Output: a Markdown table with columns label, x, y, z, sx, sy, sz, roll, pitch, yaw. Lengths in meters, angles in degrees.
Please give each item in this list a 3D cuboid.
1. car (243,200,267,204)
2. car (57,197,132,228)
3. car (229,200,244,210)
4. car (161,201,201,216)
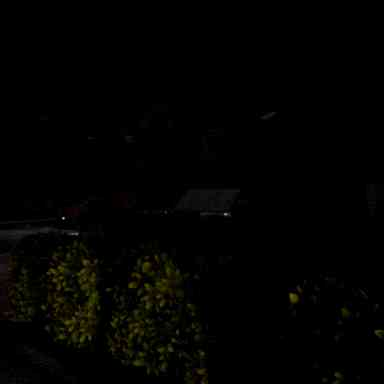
| label | x | y | z | sx | sy | sz | roll | pitch | yaw |
| --- | --- | --- | --- | --- | --- | --- | --- | --- | --- |
| car | 8.115 | 1.726 | 38.233 | 1.994 | 1.385 | 4.181 | 0 | 0 | 40 |
| car | -6.915 | 1.384 | 24.294 | 2.150 | 2.045 | 5.566 | 0 | 0 | 36 |
| car | 5.862 | 1.688 | 41.277 | 1.812 | 1.442 | 4.674 | 0 | 0 | 40 |
| car | -0.970 | 1.667 | 32.502 | 1.837 | 1.490 | 4.892 | 0 | 0 | 36 |
